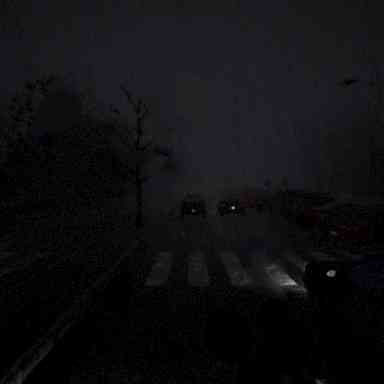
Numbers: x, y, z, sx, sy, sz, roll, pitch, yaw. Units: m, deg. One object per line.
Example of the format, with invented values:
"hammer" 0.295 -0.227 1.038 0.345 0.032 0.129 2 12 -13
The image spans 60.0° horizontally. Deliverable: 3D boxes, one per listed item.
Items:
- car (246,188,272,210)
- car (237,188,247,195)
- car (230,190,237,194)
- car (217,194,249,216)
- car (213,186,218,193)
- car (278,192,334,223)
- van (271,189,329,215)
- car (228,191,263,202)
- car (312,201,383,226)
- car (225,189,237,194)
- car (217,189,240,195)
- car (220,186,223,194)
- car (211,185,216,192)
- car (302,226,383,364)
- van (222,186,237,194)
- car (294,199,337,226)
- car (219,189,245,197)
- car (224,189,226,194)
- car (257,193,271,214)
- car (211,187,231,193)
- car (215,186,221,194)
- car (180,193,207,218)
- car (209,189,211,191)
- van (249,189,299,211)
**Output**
"car" 8.054 0.781 29.367 5.566 2.045 2.435 0 1 -20
"car" 8.106 0.685 35.362 5.566 2.045 2.435 0 1 -20
"car" 8.050 0.797 44.294 4.792 1.488 2.163 0 2 -20
"car" 3.105 1.143 27.142 1.994 1.385 4.181 0 1 0
"car" 7.909 0.031 71.088 5.366 1.575 1.946 0 2 -20
"car" 8.046 1.049 20.427 4.553 1.767 2.185 0 1 -20
"van" 8.186 0.902 23.460 4.442 1.987 1.878 0 1 -20
"car" 8.105 0.665 50.289 4.792 1.488 2.163 0 1 -20
"car" 8.047 1.300 14.439 4.792 1.488 2.163 0 1 -20
"car" 7.906 0.699 47.220 5.366 1.575 1.946 0 2 -20
"car" 8.078 -0.014 74.137 4.674 1.452 2.002 0 1 -20
"car" 8.052 0.270 59.214 4.553 1.767 2.185 0 2 -20
"car" 8.093 -0.303 83.072 4.892 1.521 2.231 0 2 -20
"car" 3.099 1.493 4.153 2.033 1.411 5.357 0 1 0
"van" 7.974 0.255 56.185 4.442 1.987 1.878 0 2 -20
"car" 8.069 1.262 17.457 4.674 1.452 2.002 0 1 -20
"car" 8.108 0.155 68.186 4.792 1.488 2.163 0 2 -20
"car" 8.074 0.598 53.261 4.674 1.452 2.002 0 1 -20
"car" 8.069 1.081 26.403 4.892 1.521 2.231 0 1 -20
"car" 8.259 -0.610 95.067 5.366 1.575 1.946 0 1 -20
"car" 7.907 0.214 65.125 5.366 1.575 1.946 0 2 -20
"car" 0.104 1.083 25.547 1.882 1.535 5.008 0 1 0
"car" 8.113 -0.636 86.066 5.566 2.045 2.435 0 1 -20
"van" 7.970 0.758 32.320 4.442 1.987 1.878 0 1 -20
